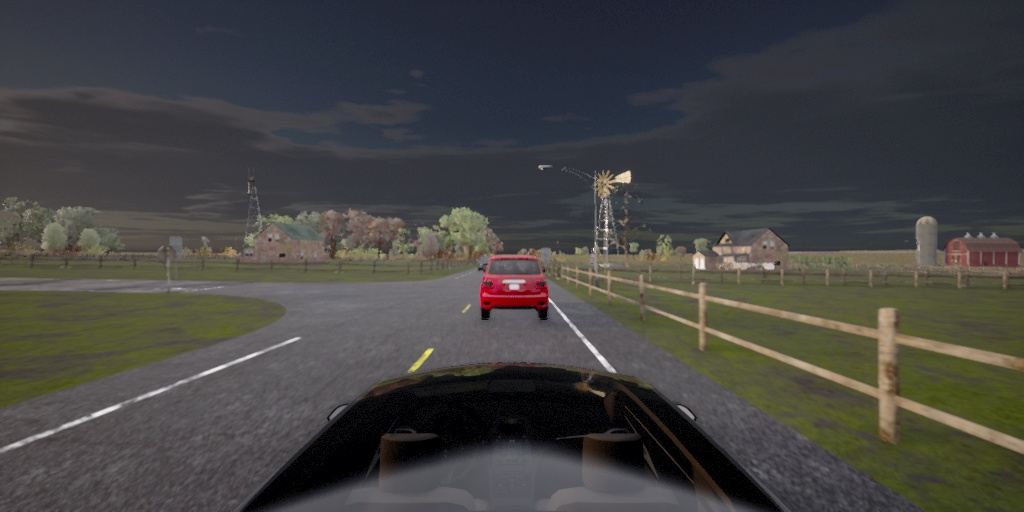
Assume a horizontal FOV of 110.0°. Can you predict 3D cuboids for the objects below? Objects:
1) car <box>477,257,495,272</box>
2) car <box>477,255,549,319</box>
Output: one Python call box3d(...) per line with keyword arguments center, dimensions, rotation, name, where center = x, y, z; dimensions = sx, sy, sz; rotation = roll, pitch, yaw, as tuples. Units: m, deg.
box3d(center=(-3.604, 1.122, 50.360), dimensions=(2.150, 2.045, 5.566), rotation=(0, 0, 0), name="car")
box3d(center=(0.078, 1.006, 13.127), dimensions=(2.150, 2.045, 5.566), rotation=(0, 0, 0), name="car")
